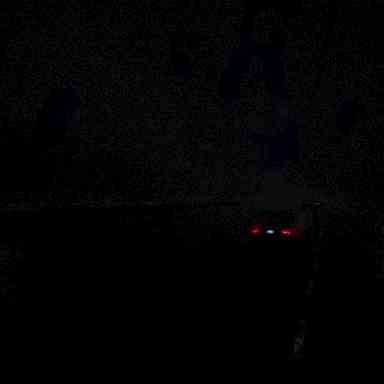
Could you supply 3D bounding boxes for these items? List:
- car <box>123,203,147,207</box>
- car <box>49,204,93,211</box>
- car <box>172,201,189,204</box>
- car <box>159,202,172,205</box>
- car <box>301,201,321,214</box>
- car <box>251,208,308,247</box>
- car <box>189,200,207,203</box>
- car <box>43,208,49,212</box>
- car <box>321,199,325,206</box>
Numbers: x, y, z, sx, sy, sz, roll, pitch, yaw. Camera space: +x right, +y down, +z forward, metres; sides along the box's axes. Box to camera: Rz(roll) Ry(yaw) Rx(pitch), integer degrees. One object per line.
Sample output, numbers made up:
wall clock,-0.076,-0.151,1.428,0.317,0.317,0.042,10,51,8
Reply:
car,-6.287,1.919,36.678,2.128,1.511,4.902,-1,-1,23
car,-13.433,2.071,37.727,1.895,1.301,4.718,-1,-1,23
car,-1.564,2.483,66.523,2.128,1.511,4.902,-1,-1,23
car,-4.911,2.605,67.547,1.895,1.301,4.718,-1,-1,22
car,14.773,1.947,41.751,1.837,1.490,4.892,-1,-1,22
car,4.136,1.691,15.809,2.033,1.411,5.357,-1,-1,22
car,1.786,2.314,65.497,2.097,1.767,4.553,-1,-2,23
car,-15.918,2.121,40.859,1.895,1.301,4.718,-1,-1,23
car,23.165,2.392,62.212,2.128,1.511,4.902,-1,-2,22
